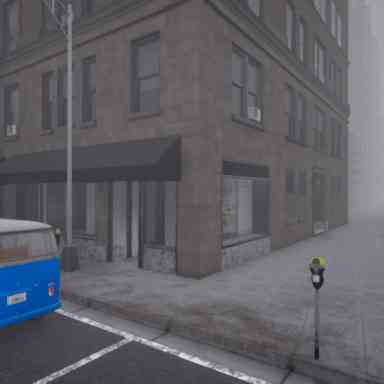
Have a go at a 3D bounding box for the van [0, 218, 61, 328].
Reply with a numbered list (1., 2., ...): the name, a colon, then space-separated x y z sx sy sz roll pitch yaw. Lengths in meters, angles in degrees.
1. van: -4.088 1.340 5.994 3.998 1.788 1.690 0 0 35
